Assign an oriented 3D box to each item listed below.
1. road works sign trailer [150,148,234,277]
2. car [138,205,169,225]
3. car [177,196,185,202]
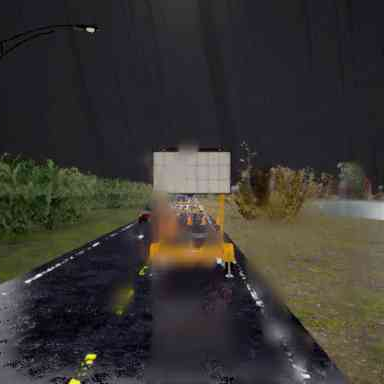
[{"bbox_3d":[-0.004,0.471,10.218,2.380,3.560,2.880,0,0,0],"label":"road works sign trailer"},{"bbox_3d":[-2.759,1.627,24.526,1.895,1.301,4.718,0,0,0],"label":"car"},{"bbox_3d":[-2.772,1.743,85.976,1.812,1.442,4.674,0,0,0],"label":"car"}]
